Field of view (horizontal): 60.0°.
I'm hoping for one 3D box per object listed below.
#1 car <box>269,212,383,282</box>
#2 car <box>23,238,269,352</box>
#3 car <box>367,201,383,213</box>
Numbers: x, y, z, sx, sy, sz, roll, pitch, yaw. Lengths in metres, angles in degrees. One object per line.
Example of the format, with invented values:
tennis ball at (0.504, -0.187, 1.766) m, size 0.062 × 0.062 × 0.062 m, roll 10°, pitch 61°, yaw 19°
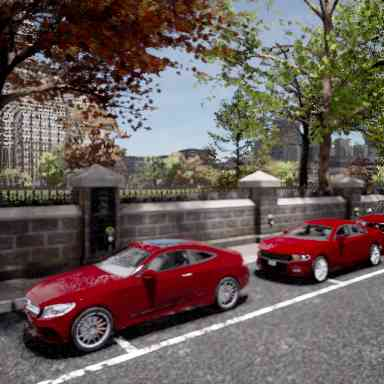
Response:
car at (3.753, 1.467, 9.491) m, size 4.507 × 1.381 × 1.887 m, roll -1°, pitch 0°, yaw -37°
car at (-0.745, 1.561, 6.106) m, size 4.206 × 1.307 × 1.802 m, roll -1°, pitch 0°, yaw -37°
car at (8.251, 1.181, 12.877) m, size 5.009 × 1.841 × 2.192 m, roll -1°, pitch 0°, yaw -37°
